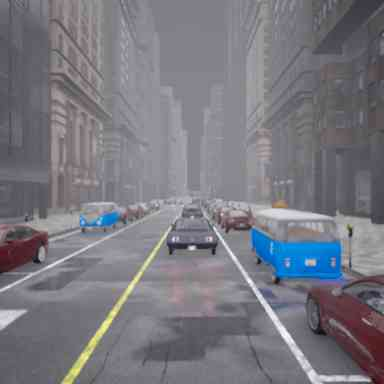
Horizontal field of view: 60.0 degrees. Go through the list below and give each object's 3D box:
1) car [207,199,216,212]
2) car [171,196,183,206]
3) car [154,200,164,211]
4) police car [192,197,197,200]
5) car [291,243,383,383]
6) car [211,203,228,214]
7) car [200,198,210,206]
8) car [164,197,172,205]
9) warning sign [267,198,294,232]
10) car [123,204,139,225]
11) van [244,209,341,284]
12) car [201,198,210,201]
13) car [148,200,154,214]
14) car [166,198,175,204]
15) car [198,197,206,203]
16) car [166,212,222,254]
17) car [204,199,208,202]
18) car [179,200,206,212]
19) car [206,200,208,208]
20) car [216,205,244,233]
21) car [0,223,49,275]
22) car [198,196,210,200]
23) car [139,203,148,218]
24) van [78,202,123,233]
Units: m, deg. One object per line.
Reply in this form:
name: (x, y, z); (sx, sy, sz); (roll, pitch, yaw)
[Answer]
car: (2.785, 1.744, 32.024); (1.967, 1.590, 4.097); (0, -1, 0)
car: (-2.943, 2.203, 71.765); (1.812, 1.442, 4.674); (0, -1, 0)
car: (-5.727, 1.904, 48.829); (1.967, 1.590, 4.097); (0, -1, 0)
police car: (0.971, 2.278, 89.348); (1.930, 1.638, 5.238); (0, -1, 0)
car: (2.763, 1.621, 4.015); (1.802, 1.307, 4.206); (0, -1, 0)
car: (2.781, 1.796, 26.422); (1.887, 1.381, 4.507); (0, -1, 0)
car: (2.816, 2.118, 71.235); (1.967, 1.590, 4.097); (0, -1, 0)
car: (-5.704, 2.277, 76.837); (1.887, 1.381, 4.507); (0, -1, 0)
warning sign: (5.086, 1.298, 19.236); (1.300, 1.860, 1.060); (0, 0, 0)
car: (-5.744, 1.796, 26.420); (1.887, 1.381, 4.507); (0, -1, 0)
van: (2.767, 1.433, 9.618); (1.690, 1.788, 3.998); (0, -1, 0)
car: (2.803, 2.062, 54.429); (1.887, 1.381, 4.507); (0, -1, 0)
car: (-5.736, 1.881, 37.454); (1.752, 1.417, 4.829); (0, -1, 0)
car: (-5.695, 2.391, 88.041); (2.008, 1.369, 4.403); (0, -1, 0)
car: (2.834, 2.210, 93.642); (2.192, 1.841, 5.009); (0, -1, 0)
car: (0.014, 1.735, 14.111); (1.895, 1.301, 4.718); (0, -1, 0)
car: (2.795, 1.993, 43.226); (1.802, 1.307, 4.206); (0, -1, 0)
car: (0.029, 1.786, 29.303); (1.837, 1.490, 4.892); (0, 0, 0)
car: (2.790, 1.884, 37.795); (1.752, 1.417, 4.829); (0, -1, 0)
car: (2.776, 1.743, 20.820); (1.887, 1.381, 4.507); (0, -1, 0)
car: (-5.758, 1.637, 9.613); (1.887, 1.381, 4.507); (0, -1, 0)
car: (2.811, 1.939, 65.635); (2.192, 1.841, 5.009); (0, -1, 0)
car: (-5.740, 1.849, 32.021); (1.887, 1.381, 4.507); (0, -1, 0)
van: (-5.750, 1.539, 20.820); (1.690, 1.788, 3.998); (0, -1, 0)
